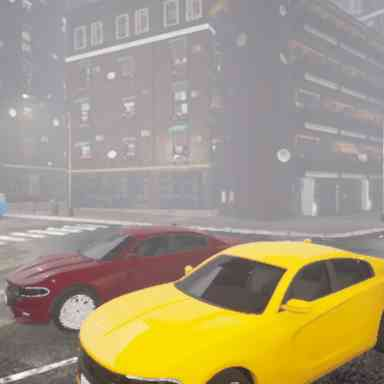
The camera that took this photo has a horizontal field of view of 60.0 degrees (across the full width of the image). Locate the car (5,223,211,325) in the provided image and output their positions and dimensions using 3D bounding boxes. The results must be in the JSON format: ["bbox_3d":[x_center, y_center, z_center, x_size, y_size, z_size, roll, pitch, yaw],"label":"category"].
[{"bbox_3d":[-1.050,1.473,6.970,5.008,1.535,1.882,0,0,-36],"label":"car"}]

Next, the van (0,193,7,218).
[{"bbox_3d":[-14.726,0.897,23.075,3.998,1.788,1.690,1,0,26],"label":"van"}]

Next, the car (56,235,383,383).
[{"bbox_3d":[1.060,1.471,4.485,5.008,1.535,1.882,0,0,-36],"label":"car"}]
